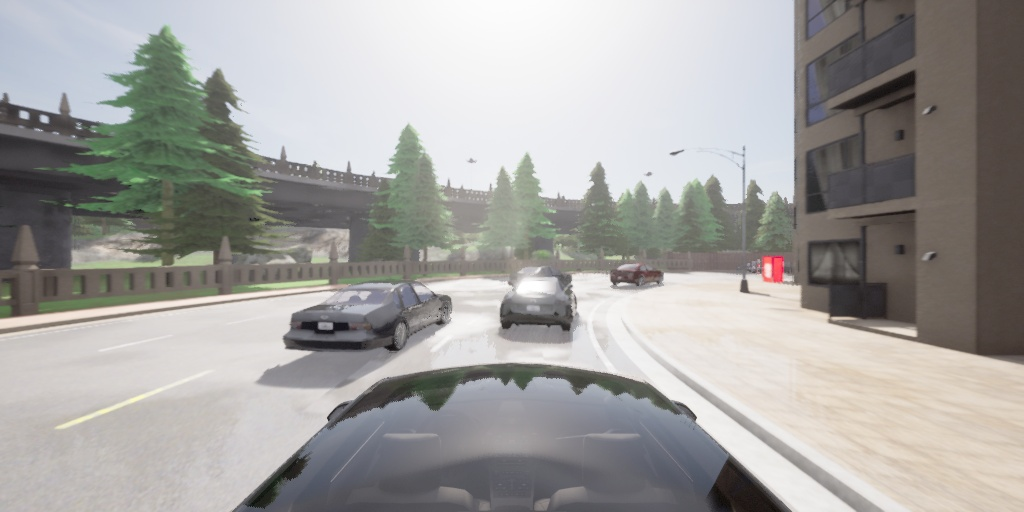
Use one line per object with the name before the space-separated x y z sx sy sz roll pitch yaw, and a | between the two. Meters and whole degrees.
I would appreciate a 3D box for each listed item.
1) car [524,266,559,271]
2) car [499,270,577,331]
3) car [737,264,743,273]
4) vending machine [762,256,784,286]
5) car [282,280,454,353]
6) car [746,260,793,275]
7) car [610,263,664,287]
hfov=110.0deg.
car | 1.848 1.305 22.042 2.033 1.411 5.357 0 0 35
car | 0.946 1.316 11.142 1.994 1.385 4.181 0 0 12
car | 29.230 1.257 42.323 4.902 1.511 2.128 0 0 -1
vending machine | 18.465 0.954 25.399 0.880 2.100 1.100 0 0 -21
car | -3.028 1.300 8.929 2.033 1.411 5.357 0 0 7
car | 28.282 1.290 38.790 4.674 1.442 1.812 0 0 -2
car | 8.585 1.236 24.482 5.008 1.535 1.882 0 0 -45
